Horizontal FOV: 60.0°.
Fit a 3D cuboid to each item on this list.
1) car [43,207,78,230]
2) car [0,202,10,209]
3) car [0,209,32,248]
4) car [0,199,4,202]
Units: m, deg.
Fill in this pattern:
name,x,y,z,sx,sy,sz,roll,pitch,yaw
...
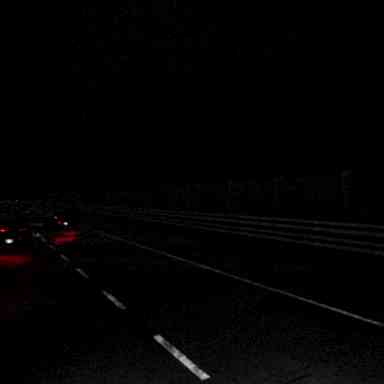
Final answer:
name,x,y,z,sx,sy,sz,roll,pitch,yaw
car,-9.761,1.906,24.568,1.837,1.490,4.892,0,-1,-31
car,-19.065,2.074,33.244,1.837,1.490,4.892,0,-1,-31
car,-8.783,1.801,15.832,1.837,1.490,4.892,0,-1,-31
car,-32.009,2.368,55.163,1.812,1.442,4.674,0,-1,-31
